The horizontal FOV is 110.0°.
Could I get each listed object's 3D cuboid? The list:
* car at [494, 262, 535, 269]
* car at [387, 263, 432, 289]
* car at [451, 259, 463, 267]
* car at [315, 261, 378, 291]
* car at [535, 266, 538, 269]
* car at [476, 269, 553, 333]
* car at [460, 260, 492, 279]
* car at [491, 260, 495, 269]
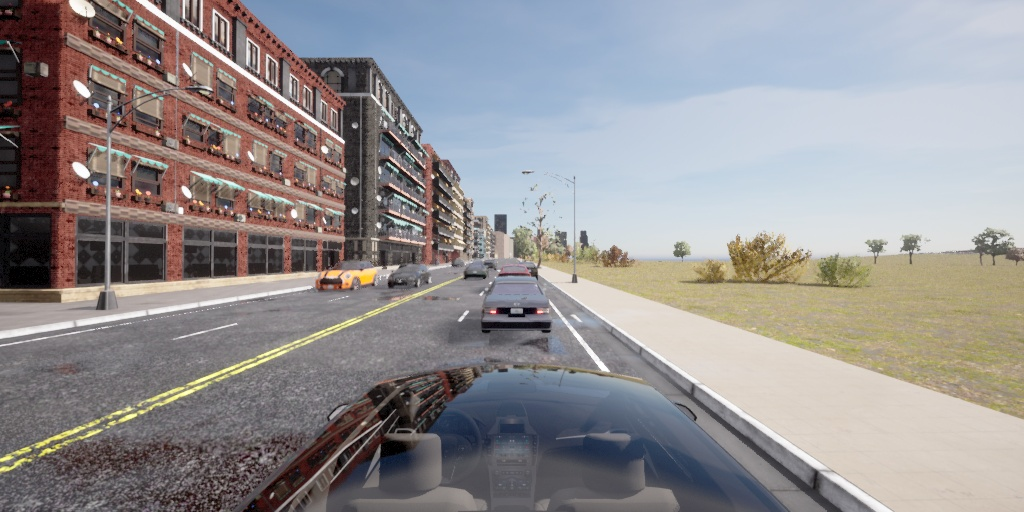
[{"bbox_3d":[0.130,1.231,21.228,1.882,1.535,5.008,0,0,0],"label":"car"},{"bbox_3d":[-6.570,1.258,23.416,1.837,1.490,4.892,0,0,0],"label":"car"},{"bbox_3d":[-9.715,1.256,64.074,1.837,1.490,4.892,0,0,1],"label":"car"},{"bbox_3d":[-9.823,1.105,21.641,2.097,1.767,4.553,0,0,0],"label":"car"},{"bbox_3d":[1.179,1.232,30.667,1.882,1.535,5.008,0,0,0],"label":"car"},{"bbox_3d":[0.112,1.299,10.688,2.033,1.411,5.357,0,0,0],"label":"car"},{"bbox_3d":[-3.108,1.316,31.986,1.994,1.385,4.181,0,0,0],"label":"car"},{"bbox_3d":[-3.084,1.258,50.375,1.837,1.490,4.892,0,0,0],"label":"car"}]
